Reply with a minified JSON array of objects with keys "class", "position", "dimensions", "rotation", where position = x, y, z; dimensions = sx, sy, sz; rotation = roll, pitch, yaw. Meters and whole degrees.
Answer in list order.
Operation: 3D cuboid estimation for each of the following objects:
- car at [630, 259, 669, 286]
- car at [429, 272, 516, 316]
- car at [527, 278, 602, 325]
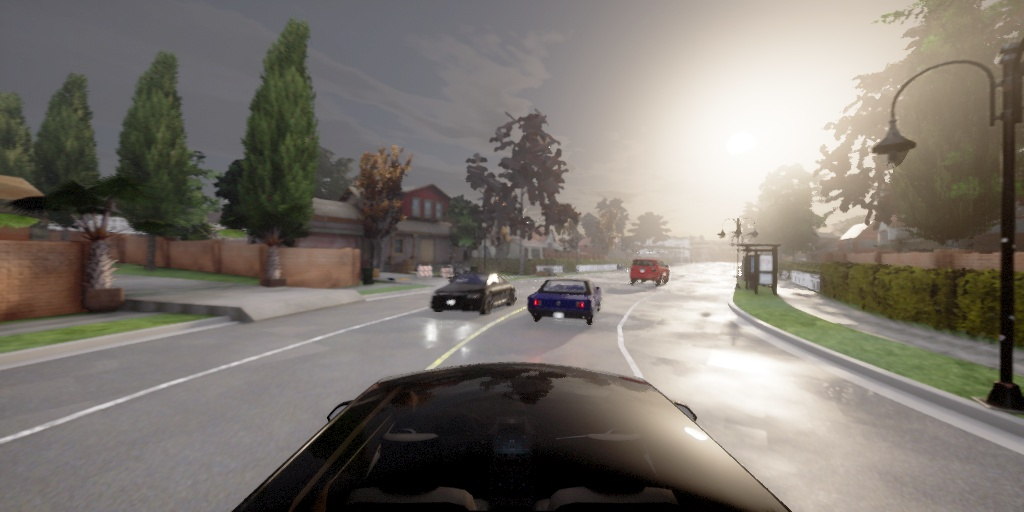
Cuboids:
[{"class":"car","position":[11.065,1.235,28.707],"dimensions":[2.150,2.045,5.566],"rotation":[1,0,33]},{"class":"car","position":[-1.314,1.320,13.458],"dimensions":[1.994,1.385,4.181],"rotation":[1,0,19]},{"class":"car","position":[1.994,1.393,12.199],"dimensions":[1.895,1.301,4.718],"rotation":[1,0,18]}]
